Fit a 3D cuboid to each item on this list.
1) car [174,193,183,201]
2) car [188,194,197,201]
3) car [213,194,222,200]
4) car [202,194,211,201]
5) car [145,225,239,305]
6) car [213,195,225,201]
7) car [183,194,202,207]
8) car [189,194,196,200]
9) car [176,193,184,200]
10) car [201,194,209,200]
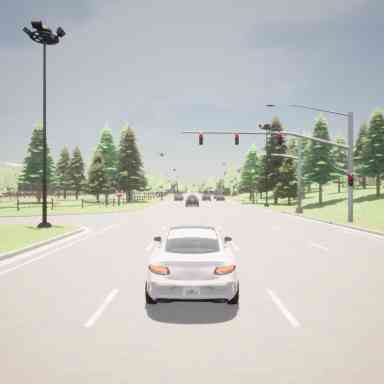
[{"bbox_3d":[-3.412,1.544,82.890,1.994,1.385,4.181,0,0,0],"label":"car"},{"bbox_3d":[0.088,1.348,82.890,2.097,1.767,4.553,0,0,0],"label":"car"},{"bbox_3d":[7.099,1.385,92.916,1.994,1.385,4.181,0,0,0],"label":"car"},{"bbox_3d":[3.588,1.348,82.886,2.097,1.767,4.553,0,0,0],"label":"car"},{"bbox_3d":[0.015,1.526,7.987,1.812,1.442,4.674,0,0,0],"label":"car"},{"bbox_3d":[7.088,1.517,82.496,2.128,1.511,4.902,0,0,0],"label":"car"},{"bbox_3d":[0.055,1.352,51.860,2.097,1.767,4.553,0,0,0],"label":"car"},{"bbox_3d":[0.099,1.332,92.923,1.837,1.490,4.892,0,0,0],"label":"car"},{"bbox_3d":[-3.401,1.188,92.897,2.097,1.767,4.553,0,0,0],"label":"car"},{"bbox_3d":[3.599,1.372,92.919,2.033,1.411,5.357,0,0,0],"label":"car"}]
